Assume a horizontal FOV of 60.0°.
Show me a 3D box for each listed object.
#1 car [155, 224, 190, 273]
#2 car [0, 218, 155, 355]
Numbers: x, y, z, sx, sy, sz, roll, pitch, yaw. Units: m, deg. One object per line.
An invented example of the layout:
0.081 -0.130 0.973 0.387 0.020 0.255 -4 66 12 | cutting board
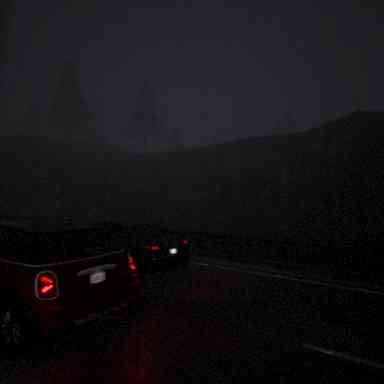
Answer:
-2.110 1.485 9.786 4.181 1.385 1.994 1 0 35 | car
-3.146 1.285 6.231 4.553 1.767 2.097 1 0 35 | car
